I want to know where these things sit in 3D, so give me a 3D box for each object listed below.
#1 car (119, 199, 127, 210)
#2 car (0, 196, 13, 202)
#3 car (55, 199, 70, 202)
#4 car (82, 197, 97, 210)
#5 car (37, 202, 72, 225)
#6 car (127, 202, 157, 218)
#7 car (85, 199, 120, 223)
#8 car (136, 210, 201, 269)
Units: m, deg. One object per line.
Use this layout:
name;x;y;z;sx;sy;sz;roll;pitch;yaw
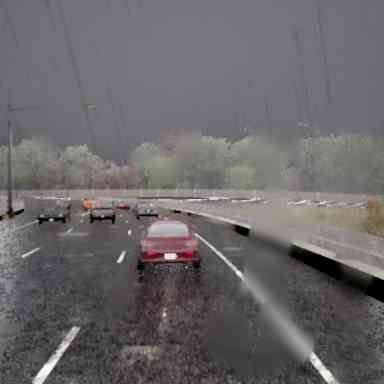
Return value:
car;-10.091;1.695;45.562;1.994;1.385;4.181;0;0;-24
car;-45.454;1.687;81.028;4.553;1.767;2.097;0;0;38
car;-17.421;1.647;44.829;2.128;1.511;4.902;0;0;-25
car;-13.694;1.496;45.062;2.097;1.767;4.553;0;0;-24
car;-10.398;1.692;25.486;1.895;1.301;4.718;0;0;-14
car;-4.284;1.626;29.797;2.033;1.411;5.357;0;0;-16
car;-7.041;1.573;26.389;2.128;1.511;4.902;0;0;-14
car;-0.812;1.552;11.173;1.812;1.442;4.674;0;0;-6
